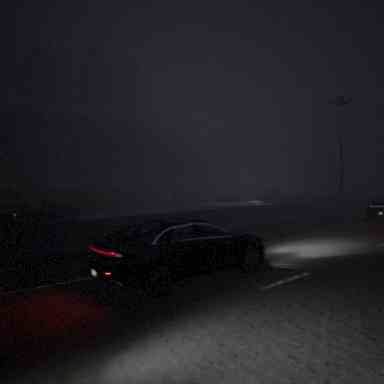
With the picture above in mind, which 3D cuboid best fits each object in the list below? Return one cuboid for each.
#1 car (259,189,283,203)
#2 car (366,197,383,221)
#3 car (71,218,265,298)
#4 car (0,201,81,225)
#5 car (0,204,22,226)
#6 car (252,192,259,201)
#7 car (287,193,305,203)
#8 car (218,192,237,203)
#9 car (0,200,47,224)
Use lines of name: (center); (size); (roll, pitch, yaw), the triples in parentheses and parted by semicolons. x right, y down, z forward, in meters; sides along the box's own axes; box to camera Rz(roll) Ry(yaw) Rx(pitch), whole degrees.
car: (12.055, 0.512, 49.418); (2.150, 2.045, 5.566); (-1, 1, 24)
car: (12.935, 1.053, 22.086); (2.128, 1.511, 4.902); (0, 1, 38)
car: (-0.169, 1.409, 8.421); (4.902, 1.511, 2.128); (-1, 1, -39)
car: (-10.182, 1.420, 23.007); (4.902, 1.511, 2.128); (-1, 1, -42)
car: (-11.576, 1.573, 17.429); (4.181, 1.385, 1.994); (-1, 1, -38)
car: (11.739, 0.706, 57.186); (2.128, 1.511, 4.902); (-1, 1, 25)
car: (14.457, 0.810, 46.230); (1.812, 1.442, 4.674); (-1, 1, 25)
car: (5.629, 0.844, 52.170); (1.882, 1.535, 5.008); (-1, 1, 25)
car: (-13.594, 1.471, 24.678); (4.892, 1.490, 1.837); (-1, 1, -40)
